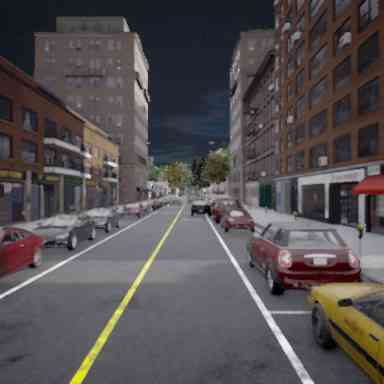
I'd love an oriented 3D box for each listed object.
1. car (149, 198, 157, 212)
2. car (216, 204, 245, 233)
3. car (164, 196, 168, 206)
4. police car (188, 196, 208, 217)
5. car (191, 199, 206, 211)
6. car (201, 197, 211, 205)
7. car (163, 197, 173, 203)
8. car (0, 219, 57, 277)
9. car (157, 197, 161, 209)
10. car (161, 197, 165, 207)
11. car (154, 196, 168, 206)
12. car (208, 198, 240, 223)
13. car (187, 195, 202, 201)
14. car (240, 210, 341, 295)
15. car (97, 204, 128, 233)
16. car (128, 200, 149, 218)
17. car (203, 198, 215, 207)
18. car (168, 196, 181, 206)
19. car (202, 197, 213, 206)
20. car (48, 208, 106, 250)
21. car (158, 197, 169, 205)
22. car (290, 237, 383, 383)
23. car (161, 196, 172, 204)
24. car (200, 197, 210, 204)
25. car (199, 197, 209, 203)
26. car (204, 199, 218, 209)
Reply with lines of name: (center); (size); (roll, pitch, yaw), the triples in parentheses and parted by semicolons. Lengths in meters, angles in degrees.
car: (-5.383, 1.629, 36.373); (2.008, 1.369, 4.403); (0, 0, 0)
car: (2.640, 1.625, 19.822); (1.802, 1.307, 4.206); (0, 0, 0)
car: (-5.381, 1.666, 52.928); (2.008, 1.369, 4.403); (0, 0, 0)
police car: (0.829, 1.496, 32.818); (1.930, 1.638, 5.238); (0, 0, 0)
car: (0.830, 1.618, 42.708); (1.812, 1.442, 4.674); (0, 0, 0)
car: (2.645, 1.692, 63.968); (1.887, 1.381, 4.507); (0, 0, 0)
car: (-5.379, 1.761, 75.004); (1.802, 1.307, 4.206); (0, 0, 0)
car: (-5.386, 1.601, 8.778); (1.802, 1.307, 4.206); (0, 0, 0)
car: (-5.382, 1.635, 41.892); (1.887, 1.381, 4.507); (0, 0, 0)
car: (-5.382, 1.668, 47.410); (1.947, 1.339, 4.313); (0, 0, 0)
car: (-5.381, 1.571, 58.448); (1.967, 1.590, 4.097); (0, 0, 0)
car: (2.641, 1.370, 25.341); (2.192, 1.841, 5.009); (0, 0, 0)
car: (0.639, 1.523, 83.884); (1.882, 1.535, 5.008); (0, 0, 27)
car: (2.639, 1.460, 8.785); (1.967, 1.590, 4.097); (0, 0, 0)
car: (-5.385, 1.593, 19.816); (2.008, 1.369, 4.403); (0, 0, 0)
car: (-5.384, 1.648, 30.854); (1.802, 1.307, 4.206); (0, 0, 0)
car: (2.644, 1.698, 52.931); (1.802, 1.307, 4.206); (0, 0, 0)
car: (-2.797, 1.675, 57.107); (2.033, 1.411, 5.357); (0, 0, 1)
car: (2.644, 1.657, 58.620); (1.752, 1.417, 4.829); (0, 0, 0)
car: (-5.386, 1.582, 14.297); (2.008, 1.369, 4.403); (0, 0, 0)
car: (-5.380, 1.671, 63.796); (1.752, 1.417, 4.829); (0, 0, 0)
car: (2.638, 1.533, 3.437); (1.752, 1.417, 4.829); (0, 0, 0)
car: (-5.380, 1.603, 69.485); (1.967, 1.590, 4.097); (0, 0, 0)
car: (2.646, 1.745, 69.486); (1.802, 1.307, 4.206); (0, 0, 0)
car: (2.646, 1.745, 75.004); (1.947, 1.339, 4.313); (0, 0, 0)
car: (2.643, 1.685, 47.413); (1.802, 1.307, 4.206); (0, 0, 0)
